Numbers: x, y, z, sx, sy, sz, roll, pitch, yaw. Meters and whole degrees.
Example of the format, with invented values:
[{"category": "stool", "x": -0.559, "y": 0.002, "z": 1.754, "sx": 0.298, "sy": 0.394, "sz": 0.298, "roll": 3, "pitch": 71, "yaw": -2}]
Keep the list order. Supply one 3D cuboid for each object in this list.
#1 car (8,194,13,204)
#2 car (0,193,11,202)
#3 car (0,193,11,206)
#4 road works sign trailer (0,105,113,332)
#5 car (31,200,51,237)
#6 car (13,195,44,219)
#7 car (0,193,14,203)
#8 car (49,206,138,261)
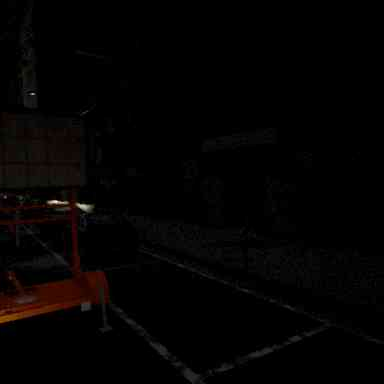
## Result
[{"category": "car", "x": -15.030, "y": 1.136, "z": 29.881, "sx": 1.887, "sy": 1.381, "sz": 4.507, "roll": -4, "pitch": 2, "yaw": -32}, {"category": "car", "x": -32.680, "y": 0.889, "z": 57.800, "sx": 1.887, "sy": 1.381, "sz": 4.507, "roll": -4, "pitch": 2, "yaw": -32}, {"category": "car", "x": -23.855, "y": 1.032, "z": 43.842, "sx": 1.947, "sy": 1.339, "sz": 4.313, "roll": -4, "pitch": 2, "yaw": -32}, {"category": "road works sign trailer", "x": -2.982, "y": 0.376, "z": 5.644, "sx": 2.380, "sy": 3.560, "sz": 2.880, "roll": -3, "pitch": 2, "yaw": -35}, {"category": "car", "x": -6.205, "y": 1.265, "z": 15.922, "sx": 1.887, "sy": 1.381, "sz": 4.507, "roll": -4, "pitch": 2, "yaw": -32}, {"category": "car", "x": -12.093, "y": 1.074, "z": 25.225, "sx": 1.967, "sy": 1.590, "sz": 4.097, "roll": -4, "pitch": 2, "yaw": -32}, {"category": "car", "x": -29.738, "y": 0.929, "z": 53.147, "sx": 1.887, "sy": 1.381, "sz": 4.507, "roll": -4, "pitch": 2, "yaw": -32}, {"category": "car", "x": -3.263, "y": 1.315, "z": 11.269, "sx": 2.008, "sy": 1.369, "sz": 4.403, "roll": -4, "pitch": 2, "yaw": -32}]
